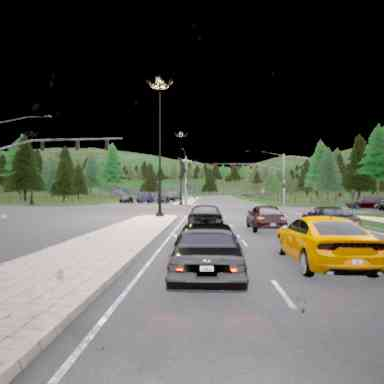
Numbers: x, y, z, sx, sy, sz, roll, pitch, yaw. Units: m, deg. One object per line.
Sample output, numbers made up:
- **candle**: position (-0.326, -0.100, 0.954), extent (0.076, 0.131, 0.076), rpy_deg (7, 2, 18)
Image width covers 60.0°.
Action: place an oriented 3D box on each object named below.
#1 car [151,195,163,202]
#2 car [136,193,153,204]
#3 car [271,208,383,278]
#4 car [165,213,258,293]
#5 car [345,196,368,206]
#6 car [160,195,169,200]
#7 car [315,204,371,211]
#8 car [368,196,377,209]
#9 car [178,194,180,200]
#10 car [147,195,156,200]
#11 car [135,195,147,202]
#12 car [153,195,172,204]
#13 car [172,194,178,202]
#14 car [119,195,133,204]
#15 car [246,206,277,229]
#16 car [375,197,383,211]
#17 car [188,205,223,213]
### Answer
- **car**: position (-8.315, 1.474, 79.180), extent (2.128, 1.511, 4.902), rpy_deg (0, 0, 2)
- **car**: position (-8.988, 1.183, 63.741), extent (2.150, 2.045, 5.566), rpy_deg (0, 0, 3)
- **car**: position (3.952, 1.471, 10.197), extent (1.882, 1.535, 5.008), rpy_deg (0, 0, 3)
- **car**: position (0.396, 1.541, 8.995), extent (2.033, 1.411, 5.357), rpy_deg (0, 0, 3)
- **car**: position (21.853, 1.324, 42.076), extent (4.553, 1.767, 2.097), rpy_deg (0, 0, 3)
- **car**: position (-7.696, 1.487, 93.839), extent (1.994, 1.385, 4.181), rpy_deg (0, 0, 3)
- **car**: position (7.778, 1.534, 19.027), extent (2.033, 1.411, 5.357), rpy_deg (0, 0, 3)
- **car**: position (23.668, 1.464, 38.475), extent (4.902, 1.511, 2.128), rpy_deg (0, 0, 3)
- **car**: position (-4.277, 1.295, 92.122), extent (2.097, 1.767, 4.553), rpy_deg (0, 0, 3)
- **car**: position (-11.237, 1.462, 93.097), extent (1.812, 1.442, 4.674), rpy_deg (0, 0, 3)
- **car**: position (-11.865, 1.502, 78.024), extent (1.994, 1.385, 4.181), rpy_deg (0, 0, 2)
- **car**: position (-5.546, 1.523, 62.447), extent (1.994, 1.385, 4.181), rpy_deg (0, 0, 3)
- **car**: position (-4.903, 1.545, 76.954), extent (1.895, 1.301, 4.718), rpy_deg (0, 0, 2)
- **car**: position (-12.501, 1.437, 63.375), extent (1.882, 1.535, 5.008), rpy_deg (0, 0, 3)
- **car**: position (4.293, 1.513, 19.415), extent (1.812, 1.442, 4.674), rpy_deg (0, 0, 3)
- **car**: position (22.761, 1.523, 35.017), extent (5.357, 1.411, 2.033), rpy_deg (0, 0, 3)
- **car**: position (0.758, 1.465, 18.814), extent (1.882, 1.535, 5.008), rpy_deg (0, 0, 3)
